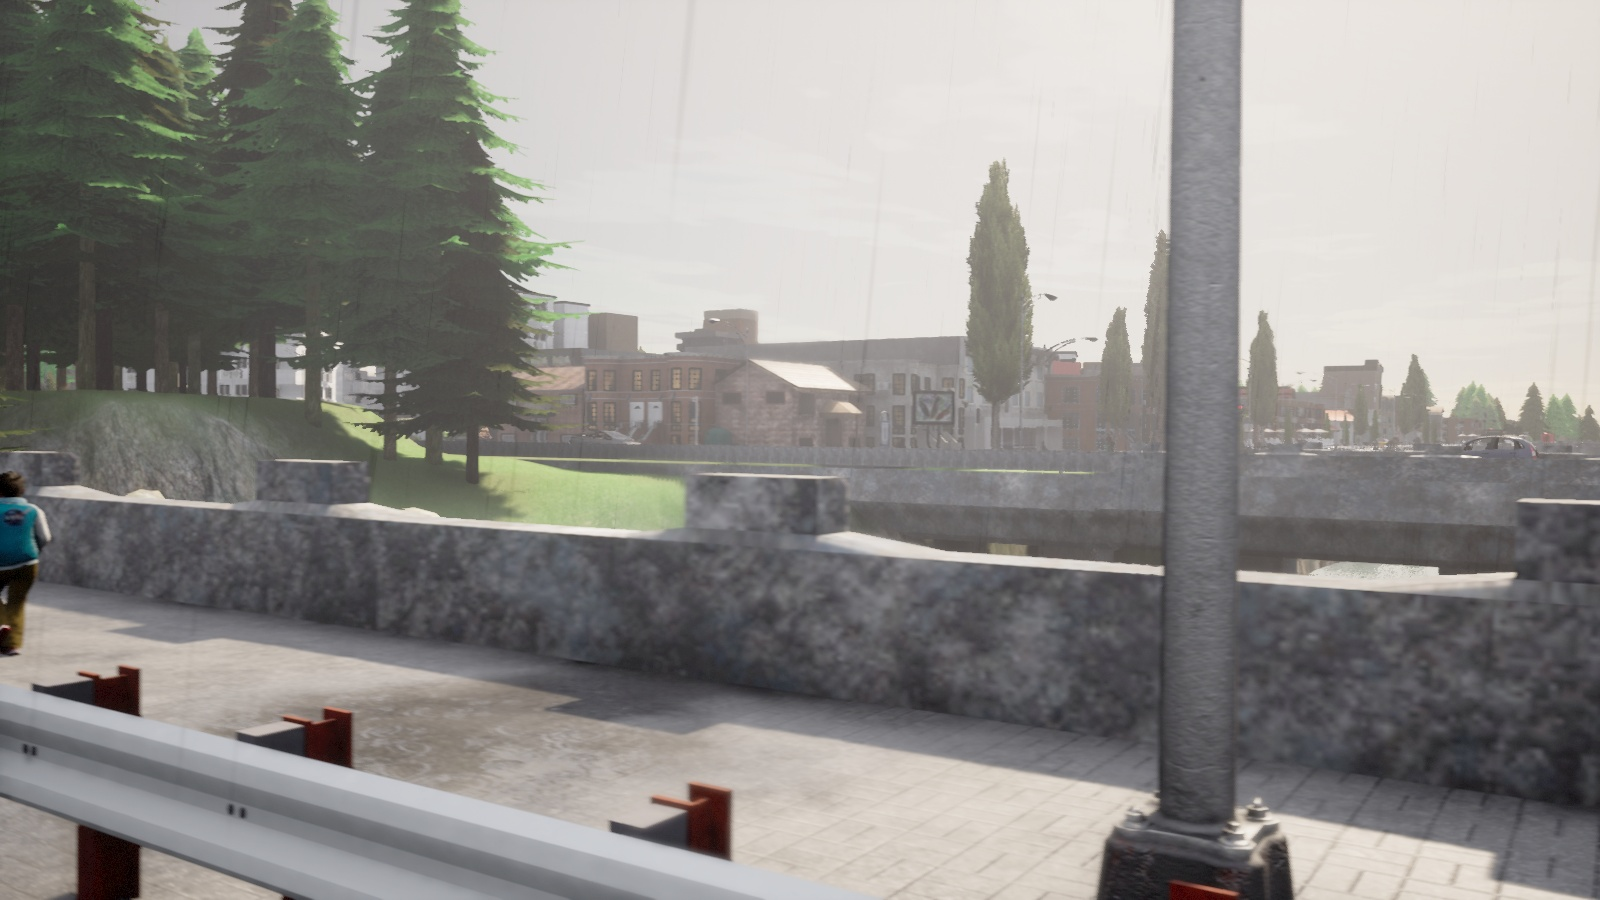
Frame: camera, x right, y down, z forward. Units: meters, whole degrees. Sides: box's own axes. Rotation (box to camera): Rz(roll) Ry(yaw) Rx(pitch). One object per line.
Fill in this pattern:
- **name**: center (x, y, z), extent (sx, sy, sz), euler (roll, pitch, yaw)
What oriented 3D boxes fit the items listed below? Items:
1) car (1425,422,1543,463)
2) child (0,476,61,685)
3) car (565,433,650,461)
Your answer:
- **car**: center (27.362, -0.305, 50.280), extent (3.988, 1.617, 1.851), euler (0, 1, 34)
- **child**: center (-4.705, 0.761, 7.520), extent (0.448, 1.192, 0.343), euler (0, 1, 41)
- **car**: center (-10.882, -0.191, 70.944), extent (4.514, 1.525, 2.007), euler (0, 1, 34)
